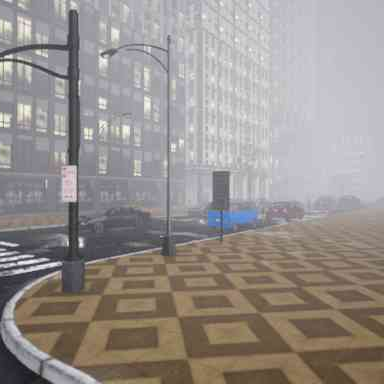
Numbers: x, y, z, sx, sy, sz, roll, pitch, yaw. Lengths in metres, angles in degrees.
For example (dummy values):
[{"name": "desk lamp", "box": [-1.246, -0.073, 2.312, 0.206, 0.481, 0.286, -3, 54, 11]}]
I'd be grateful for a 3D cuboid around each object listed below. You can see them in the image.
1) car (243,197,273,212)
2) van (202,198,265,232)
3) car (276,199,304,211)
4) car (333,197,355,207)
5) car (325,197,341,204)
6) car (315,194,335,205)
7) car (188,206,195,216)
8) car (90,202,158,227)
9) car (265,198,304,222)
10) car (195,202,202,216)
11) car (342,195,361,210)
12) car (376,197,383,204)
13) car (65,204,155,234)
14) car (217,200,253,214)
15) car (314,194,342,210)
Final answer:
[{"name": "car", "box": [8.101, 1.467, 40.520, 1.967, 1.590, 4.097, 0, 0, 38]}, {"name": "van", "box": [2.601, 1.366, 20.264, 1.690, 1.788, 3.998, 0, 0, 38]}, {"name": "car", "box": [12.360, 1.599, 41.942, 1.994, 1.385, 4.181, 0, 0, 38]}, {"name": "car", "box": [23.991, 1.549, 52.291, 2.128, 1.511, 4.902, 0, 0, 37]}, {"name": "car", "box": [28.455, 1.620, 66.978, 2.008, 1.369, 4.403, 0, 0, 38]}, {"name": "car", "box": [25.063, 1.377, 62.569, 2.192, 1.841, 5.009, 0, 0, 38]}, {"name": "car", "box": [1.316, 1.600, 31.700, 1.802, 1.307, 4.206, 0, 0, 38]}, {"name": "car", "box": [-4.790, 1.536, 23.975, 1.752, 1.417, 4.829, 0, 0, 38]}, {"name": "car", "box": [7.561, 1.470, 26.894, 1.967, 1.590, 4.097, 0, 0, 38]}, {"name": "car", "box": [2.717, 1.372, 29.472, 2.097, 1.767, 4.553, 0, 0, 38]}, {"name": "car", "box": [21.131, 1.366, 44.534, 2.192, 1.841, 5.009, 0, 0, 38]}, {"name": "car", "box": [38.092, 1.656, 66.582, 1.947, 1.339, 4.313, 0, 0, 38]}, {"name": "car", "box": [-4.723, 1.560, 19.806, 2.033, 1.411, 5.357, 0, 0, 38]}, {"name": "car", "box": [4.708, 1.567, 36.110, 1.887, 1.381, 4.507, 0, 0, 38]}, {"name": "car", "box": [17.940, 1.397, 44.430, 2.097, 1.767, 4.553, 0, 0, 38]}]
